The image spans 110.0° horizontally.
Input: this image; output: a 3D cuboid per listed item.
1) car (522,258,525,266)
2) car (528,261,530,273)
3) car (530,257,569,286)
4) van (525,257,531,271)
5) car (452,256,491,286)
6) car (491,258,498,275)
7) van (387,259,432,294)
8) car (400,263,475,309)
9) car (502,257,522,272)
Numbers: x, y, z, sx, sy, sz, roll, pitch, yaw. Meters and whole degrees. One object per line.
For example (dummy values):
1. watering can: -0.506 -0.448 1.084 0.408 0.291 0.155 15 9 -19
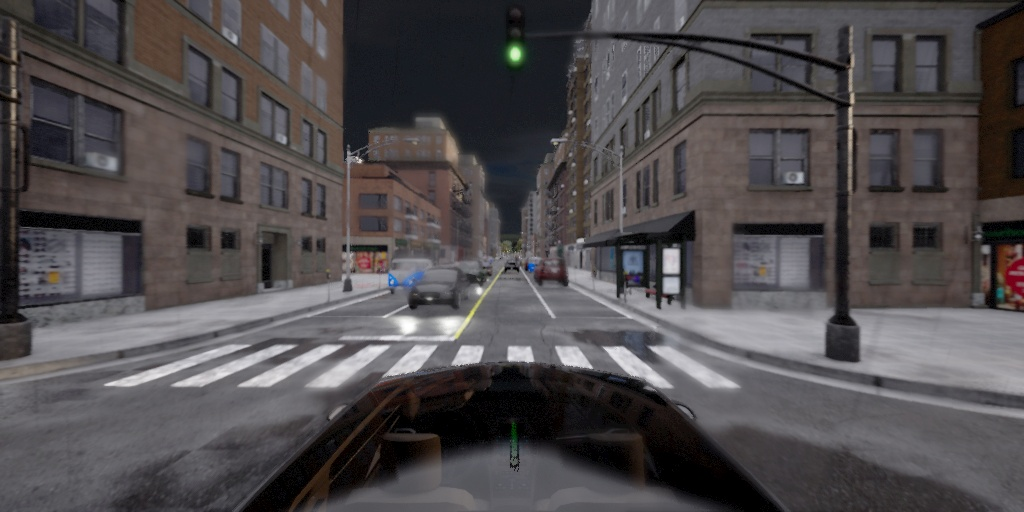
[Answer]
1. car: 2.663 1.015 46.515 2.192 1.841 5.009 0 0 0
2. car: 2.687 1.276 30.296 2.007 1.370 4.403 0 0 0
3. car: 2.694 1.049 24.890 2.192 1.841 5.009 0 0 0
4. van: 2.671 1.049 41.109 1.690 1.789 3.998 0 0 0
5. car: -2.843 1.061 24.691 2.097 1.767 4.553 0 0 0
6. car: -2.836 1.240 35.507 2.033 1.411 5.357 0 0 0
7. van: -5.416 1.046 19.478 1.690 1.789 3.998 0 0 0
8. car: -2.846 1.229 14.835 1.837 1.490 4.892 0 0 0
9. car: -0.017 1.197 43.855 1.837 1.490 4.892 0 0 0
